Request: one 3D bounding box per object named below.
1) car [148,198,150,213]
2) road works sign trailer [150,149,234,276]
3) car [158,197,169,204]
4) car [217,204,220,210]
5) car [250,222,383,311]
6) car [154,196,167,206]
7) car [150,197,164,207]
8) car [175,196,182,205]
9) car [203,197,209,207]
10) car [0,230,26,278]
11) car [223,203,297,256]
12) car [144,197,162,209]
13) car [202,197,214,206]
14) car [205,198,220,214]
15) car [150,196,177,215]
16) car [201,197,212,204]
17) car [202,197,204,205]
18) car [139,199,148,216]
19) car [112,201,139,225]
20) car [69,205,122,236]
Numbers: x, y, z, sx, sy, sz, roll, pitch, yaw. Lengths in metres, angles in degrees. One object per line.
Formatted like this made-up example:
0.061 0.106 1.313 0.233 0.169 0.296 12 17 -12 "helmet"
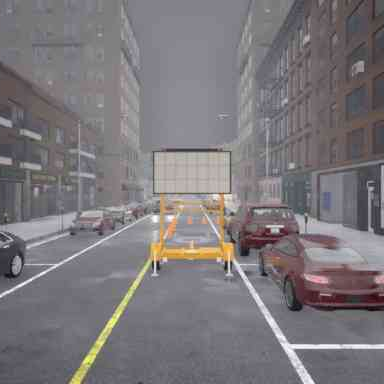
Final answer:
-5.376 1.567 35.034 1.947 1.339 4.313 0 0 0 "car"
0.003 0.464 10.330 2.380 3.560 2.880 0 0 0 "road works sign trailer"
-5.366 1.601 62.628 1.802 1.307 4.206 0 0 0 "car"
2.639 1.525 18.648 1.752 1.417 4.829 0 0 0 "car"
2.639 1.582 7.443 1.802 1.307 4.206 0 0 0 "car"
-5.368 1.454 57.109 1.967 1.590 4.097 0 0 0 "car"
-5.370 1.535 51.419 1.752 1.417 4.829 0 0 0 "car"
-2.730 1.493 58.241 1.882 1.535 5.008 0 0 0 "car"
2.651 1.584 40.553 1.802 1.307 4.206 0 0 0 "car"
-5.386 1.551 7.439 2.008 1.369 4.403 0 0 0 "car"
2.642 1.315 12.962 2.192 1.841 5.009 0 0 0 "car"
-5.372 1.446 46.071 1.967 1.590 4.097 0 0 0 "car"
2.657 1.596 57.107 1.802 1.307 4.206 0 0 0 "car"
2.649 1.583 35.035 1.802 1.307 4.206 0 0 0 "car"
-2.837 1.506 33.762 1.837 1.490 4.892 0 0 0 "car"
2.659 1.585 62.626 1.947 1.339 4.313 0 0 0 "car"
2.653 1.531 46.241 1.752 1.417 4.829 0 0 0 "car"
-5.378 1.545 29.515 1.887 1.381 4.507 0 0 0 "car"
-5.380 1.551 23.996 2.008 1.369 4.403 0 0 0 "car"
-5.382 1.582 18.477 1.802 1.307 4.206 0 0 0 "car"
